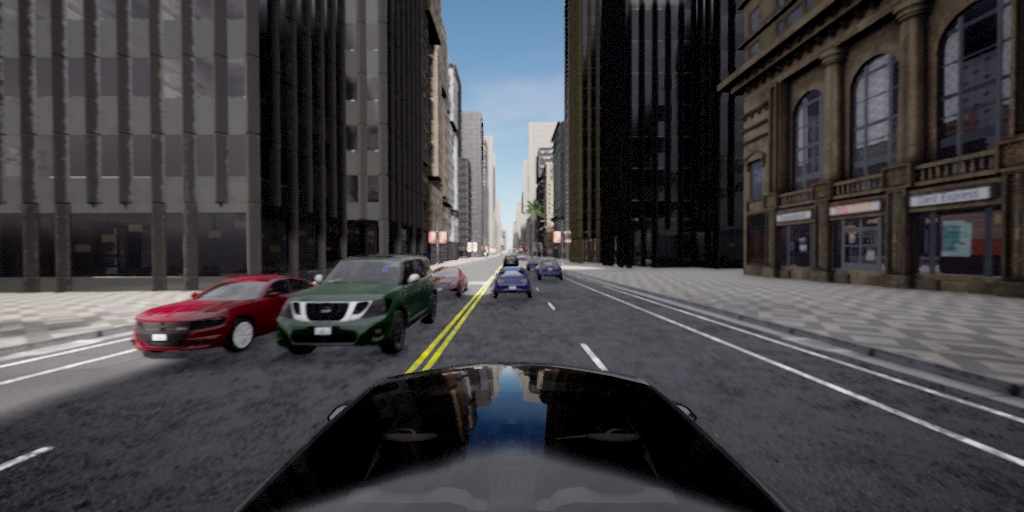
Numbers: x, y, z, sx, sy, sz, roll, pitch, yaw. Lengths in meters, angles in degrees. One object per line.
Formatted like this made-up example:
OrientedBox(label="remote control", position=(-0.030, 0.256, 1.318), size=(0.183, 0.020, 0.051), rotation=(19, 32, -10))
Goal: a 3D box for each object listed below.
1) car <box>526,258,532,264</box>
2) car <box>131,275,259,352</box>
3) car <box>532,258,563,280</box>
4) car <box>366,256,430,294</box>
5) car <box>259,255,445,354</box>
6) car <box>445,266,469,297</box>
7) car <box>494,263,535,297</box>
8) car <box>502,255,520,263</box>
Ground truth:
OrientedBox(label="car", position=(3.074, 1.049, 48.764), size=(2.097, 1.767, 4.553), rotation=(0, 0, 0))
OrientedBox(label="car", position=(-6.630, 1.255, 9.226), size=(1.882, 1.535, 5.008), rotation=(0, 0, 0))
OrientedBox(label="car", position=(3.121, 1.087, 31.329), size=(2.097, 1.767, 4.553), rotation=(0, 0, 0))
OrientedBox(label="car", position=(-6.688, 1.000, 21.753), size=(2.150, 2.045, 5.566), rotation=(0, 0, -1))
OrientedBox(label="car", position=(-3.380, 0.987, 9.152), size=(2.150, 2.045, 5.566), rotation=(0, 0, 0))
OrientedBox(label="car", position=(-3.422, 1.293, 19.230), size=(1.812, 1.442, 4.674), rotation=(0, 0, 0))
OrientedBox(label="car", position=(0.016, 1.280, 18.671), size=(1.812, 1.442, 4.674), rotation=(0, 0, 0))
OrientedBox(label="car", position=(-0.155, 0.932, 48.906), size=(2.150, 2.045, 5.566), rotation=(0, 0, 0))
